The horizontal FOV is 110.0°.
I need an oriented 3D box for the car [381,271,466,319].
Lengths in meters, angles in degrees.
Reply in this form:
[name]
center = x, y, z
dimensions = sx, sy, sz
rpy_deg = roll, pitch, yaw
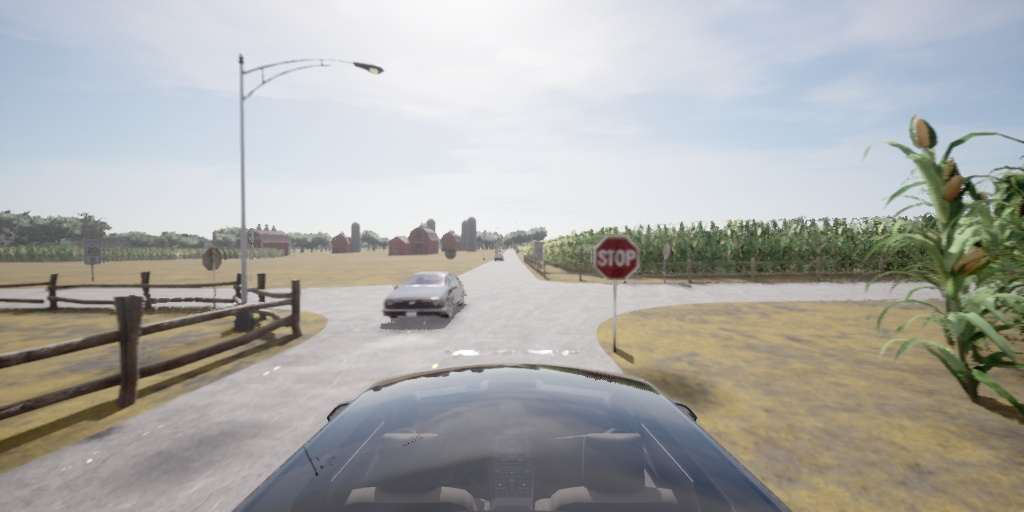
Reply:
[car]
center = -2.749, 1.244, 12.474
dimensions = 2.033, 1.411, 5.357
rpy_deg = 0, -1, 0
